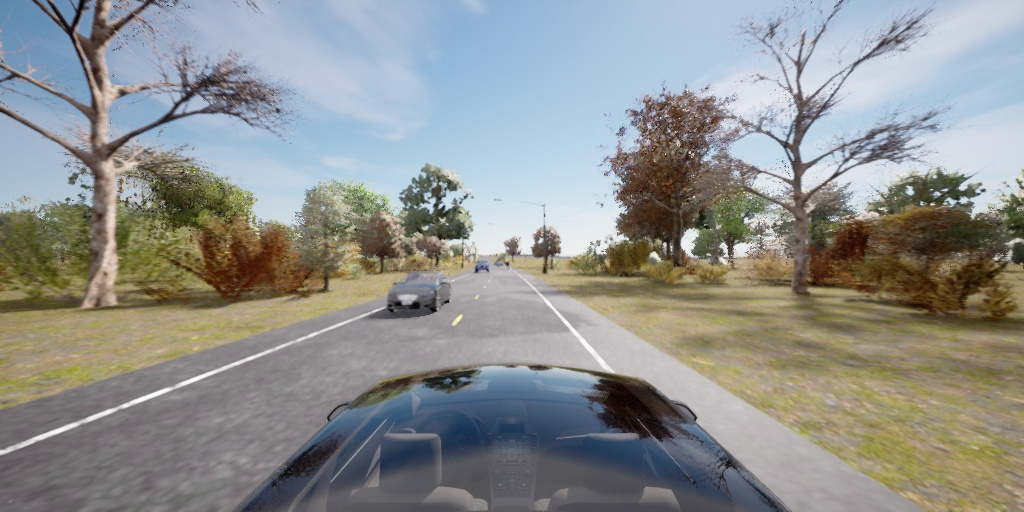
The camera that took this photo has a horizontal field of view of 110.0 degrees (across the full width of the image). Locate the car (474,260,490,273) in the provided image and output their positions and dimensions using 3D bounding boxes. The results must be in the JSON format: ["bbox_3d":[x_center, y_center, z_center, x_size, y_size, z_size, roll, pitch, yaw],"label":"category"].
[{"bbox_3d":[-4.708,1.594,56.993,2.150,2.045,5.566,0,-1,-2],"label":"car"}]

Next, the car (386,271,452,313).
[{"bbox_3d":[-3.682,1.392,14.951,2.128,1.511,4.902,0,-1,-1],"label":"car"}]
